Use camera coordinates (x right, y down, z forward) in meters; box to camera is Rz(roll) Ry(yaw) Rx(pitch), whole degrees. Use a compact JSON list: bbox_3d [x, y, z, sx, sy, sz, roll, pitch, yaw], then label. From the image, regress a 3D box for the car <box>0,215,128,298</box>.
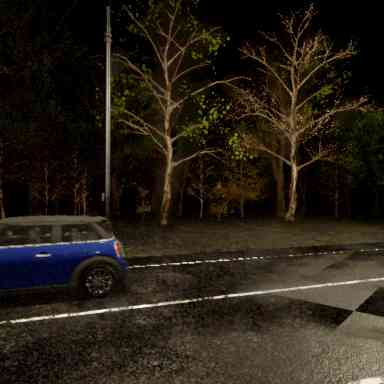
[{"bbox_3d":[-3.805,1.332,7.410,4.553,1.767,2.097,0,0,-19],"label":"car"}]
